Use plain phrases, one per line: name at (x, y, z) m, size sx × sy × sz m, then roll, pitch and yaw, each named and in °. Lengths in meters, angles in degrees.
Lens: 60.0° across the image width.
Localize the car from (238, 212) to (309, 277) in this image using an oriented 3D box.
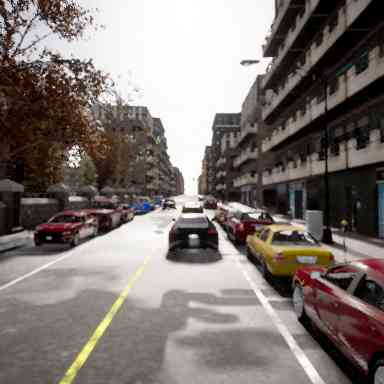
car at (2.701, 1.558, 10.124) m, size 1.752 × 1.417 × 4.829 m, roll 1°, pitch 0°, yaw 0°

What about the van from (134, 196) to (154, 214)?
van at (-5.693, 1.462, 37.570) m, size 1.690 × 1.788 × 3.998 m, roll 1°, pitch 0°, yaw 0°

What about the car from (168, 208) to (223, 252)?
car at (0.065, 1.609, 14.246) m, size 1.994 × 1.385 × 4.181 m, roll 0°, pitch 0°, yaw 0°

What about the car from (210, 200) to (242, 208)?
car at (2.696, 1.611, 26.695) m, size 1.752 × 1.417 × 4.829 m, roll 1°, pitch 0°, yaw 0°

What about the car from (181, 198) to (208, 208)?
car at (0.058, 1.586, 29.155) m, size 2.128 × 1.511 × 4.902 m, roll 0°, pitch 0°, yaw 0°

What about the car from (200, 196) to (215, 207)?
car at (2.660, 1.596, 48.618) m, size 1.967 × 1.590 × 4.097 m, roll 1°, pitch 0°, yaw 0°

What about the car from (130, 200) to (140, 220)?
car at (-5.685, 1.630, 26.522) m, size 1.887 × 1.381 × 4.507 m, roll 1°, pitch 0°, yaw 0°

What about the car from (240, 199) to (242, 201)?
car at (13.617, 1.858, 80.276) m, size 4.097 × 1.590 × 1.967 m, roll 0°, pitch -2°, yaw 1°

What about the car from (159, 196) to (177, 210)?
car at (-3.104, 1.654, 45.729) m, size 1.837 × 1.490 × 4.892 m, roll 0°, pitch -1°, yaw 0°

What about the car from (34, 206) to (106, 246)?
car at (-5.681, 1.594, 15.476) m, size 1.887 × 1.381 × 4.507 m, roll 1°, pitch 0°, yaw 0°

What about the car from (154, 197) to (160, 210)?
car at (-5.673, 1.704, 43.092) m, size 1.947 × 1.339 × 4.313 m, roll 1°, pitch 0°, yaw 0°

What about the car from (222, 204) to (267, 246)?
car at (2.701, 1.490, 15.479) m, size 1.967 × 1.590 × 4.097 m, roll 1°, pitch 0°, yaw 0°

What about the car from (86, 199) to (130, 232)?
car at (-5.678, 1.382, 20.999) m, size 2.192 × 1.841 × 5.009 m, roll 1°, pitch 0°, yaw 0°

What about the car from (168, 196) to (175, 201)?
car at (-5.705, 1.823, 91.915) m, size 1.752 × 1.417 × 4.829 m, roll 1°, pitch 0°, yaw 0°

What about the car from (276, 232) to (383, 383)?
car at (2.703, 1.559, 4.430) m, size 1.887 × 1.381 × 4.507 m, roll 1°, pitch 0°, yaw 0°

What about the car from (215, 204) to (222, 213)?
car at (2.697, 1.649, 21.001) m, size 1.802 × 1.307 × 4.206 m, roll 1°, pitch 0°, yaw 0°
